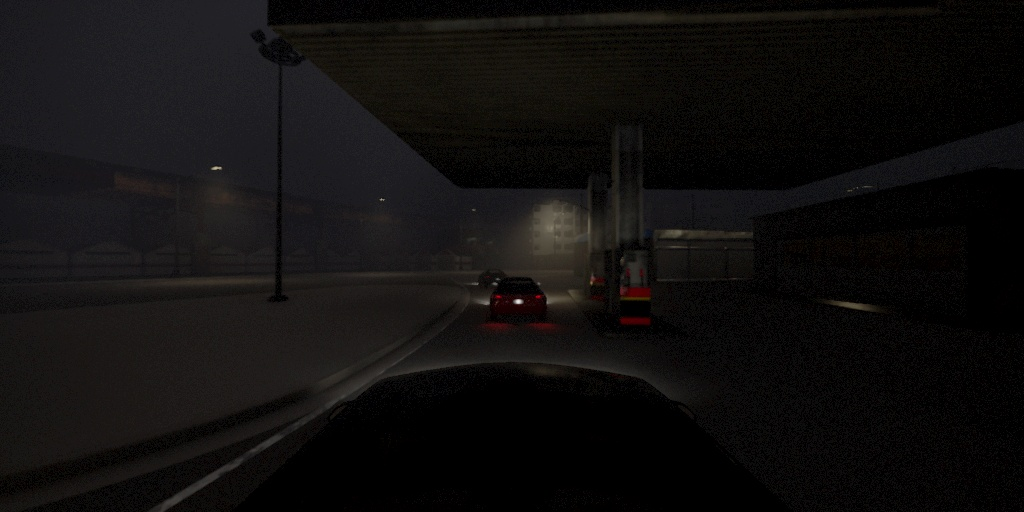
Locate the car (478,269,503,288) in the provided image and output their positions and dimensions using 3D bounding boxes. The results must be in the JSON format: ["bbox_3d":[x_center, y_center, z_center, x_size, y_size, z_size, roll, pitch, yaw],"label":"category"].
[{"bbox_3d":[-1.459,1.663,27.585,1.994,1.385,4.181,0,-1,-12],"label":"car"}]

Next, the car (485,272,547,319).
[{"bbox_3d":[0.184,1.477,13.637,1.994,1.385,4.181,0,-1,-1],"label":"car"}]
